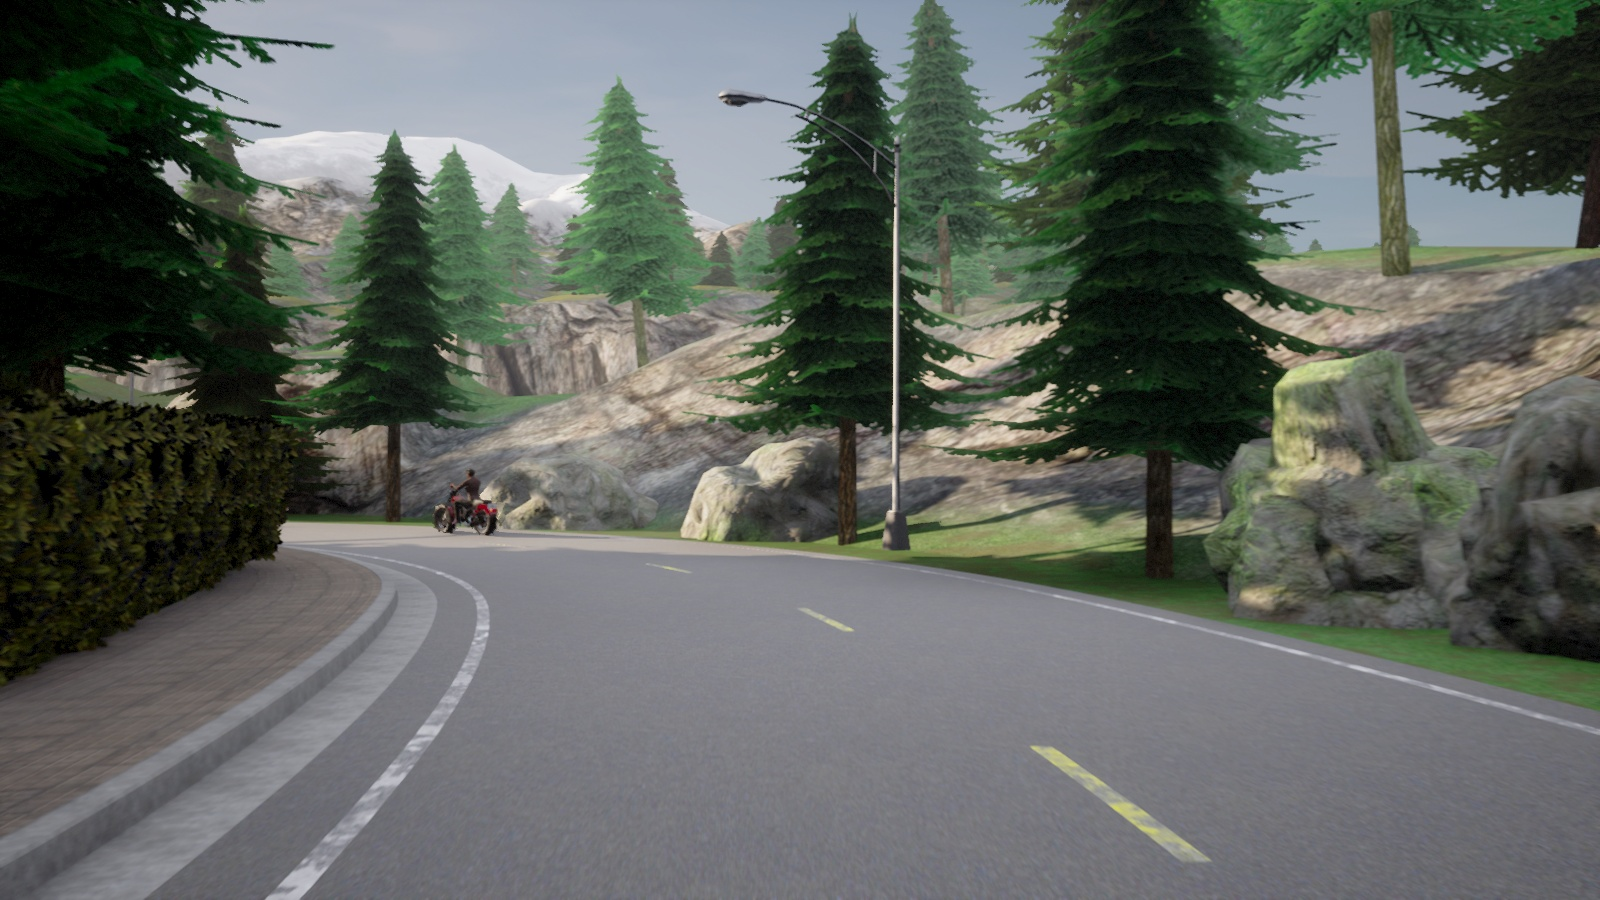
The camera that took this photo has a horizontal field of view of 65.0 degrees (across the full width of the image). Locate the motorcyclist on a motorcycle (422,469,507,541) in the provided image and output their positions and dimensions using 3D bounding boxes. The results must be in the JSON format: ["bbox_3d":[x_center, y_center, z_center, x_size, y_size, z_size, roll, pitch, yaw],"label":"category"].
[{"bbox_3d":[-8.122,1.307,30.327,2.350,1.649,0.766,-1,-1,40],"label":"motorcyclist on a motorcycle"}]
